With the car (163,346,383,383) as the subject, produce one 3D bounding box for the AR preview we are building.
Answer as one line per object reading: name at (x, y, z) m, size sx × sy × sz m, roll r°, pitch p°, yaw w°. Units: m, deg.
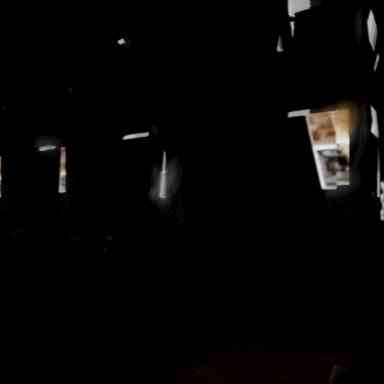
car at (1.763, 1.525, 1.618) m, size 4.829 × 1.417 × 1.752 m, roll 0°, pitch 0°, yaw 35°
